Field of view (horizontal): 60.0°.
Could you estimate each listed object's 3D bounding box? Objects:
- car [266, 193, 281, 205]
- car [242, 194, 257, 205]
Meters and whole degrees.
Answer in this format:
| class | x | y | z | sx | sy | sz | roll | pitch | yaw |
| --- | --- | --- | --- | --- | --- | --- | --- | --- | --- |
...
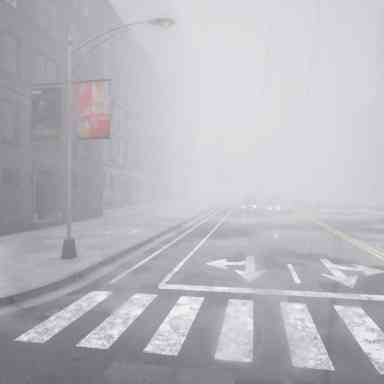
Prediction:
| class | x | y | z | sx | sy | sz | roll | pitch | yaw |
| --- | --- | --- | --- | --- | --- | --- | --- | --- | --- |
| car | 11.340 | 0.956 | 46.570 | 2.128 | 1.511 | 4.902 | 0 | 1 | 10 |
| car | 8.144 | 0.990 | 47.160 | 1.812 | 1.442 | 4.674 | 0 | 1 | 10 |
